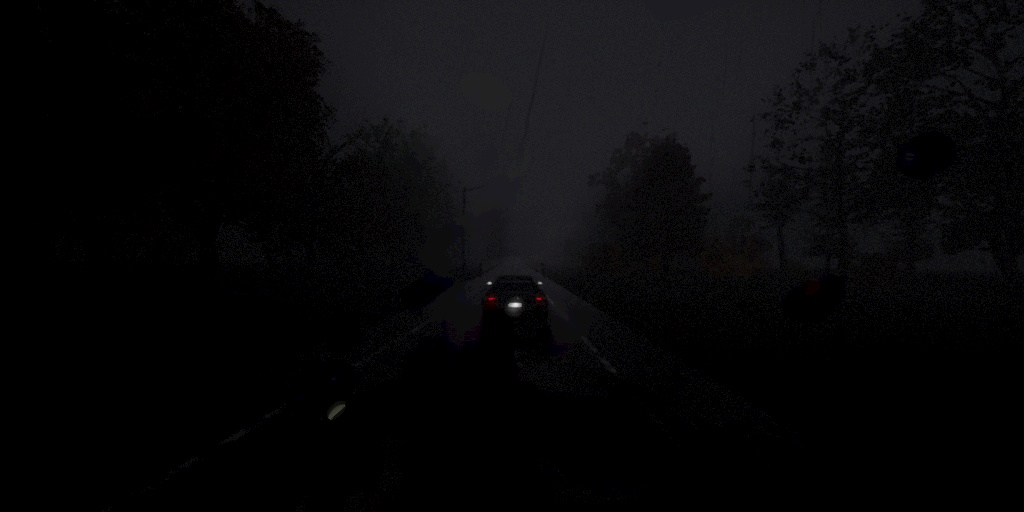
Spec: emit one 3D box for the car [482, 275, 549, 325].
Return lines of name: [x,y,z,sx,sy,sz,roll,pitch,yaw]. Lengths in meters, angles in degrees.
car: [0.100,1.317,11.853,1.994,1.385,4.181,0,0,0]
